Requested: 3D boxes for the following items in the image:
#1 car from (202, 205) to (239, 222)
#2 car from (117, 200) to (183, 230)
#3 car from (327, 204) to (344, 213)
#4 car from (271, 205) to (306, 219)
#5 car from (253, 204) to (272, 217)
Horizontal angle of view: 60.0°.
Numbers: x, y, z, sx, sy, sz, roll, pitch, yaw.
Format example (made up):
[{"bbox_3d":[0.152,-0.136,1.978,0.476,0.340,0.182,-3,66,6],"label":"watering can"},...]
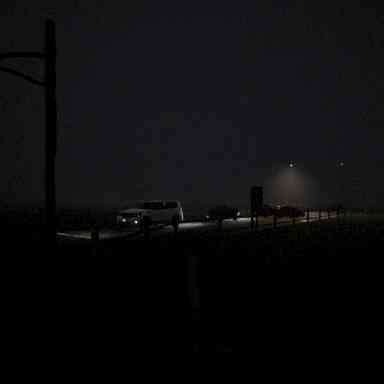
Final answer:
[{"bbox_3d":[2.878,2.067,32.533,2.128,1.511,4.902,0,-1,36],"label":"car"},{"bbox_3d":[-2.937,1.608,24.595,2.150,2.045,5.566,0,-1,36],"label":"car"},{"bbox_3d":[23.329,2.671,54.208,1.812,1.442,4.674,0,-1,37],"label":"car"},{"bbox_3d":[11.268,2.287,37.740,2.033,1.411,5.357,0,-1,36],"label":"car"},{"bbox_3d":[8.910,2.266,40.762,2.128,1.511,4.902,0,-1,36],"label":"car"}]
